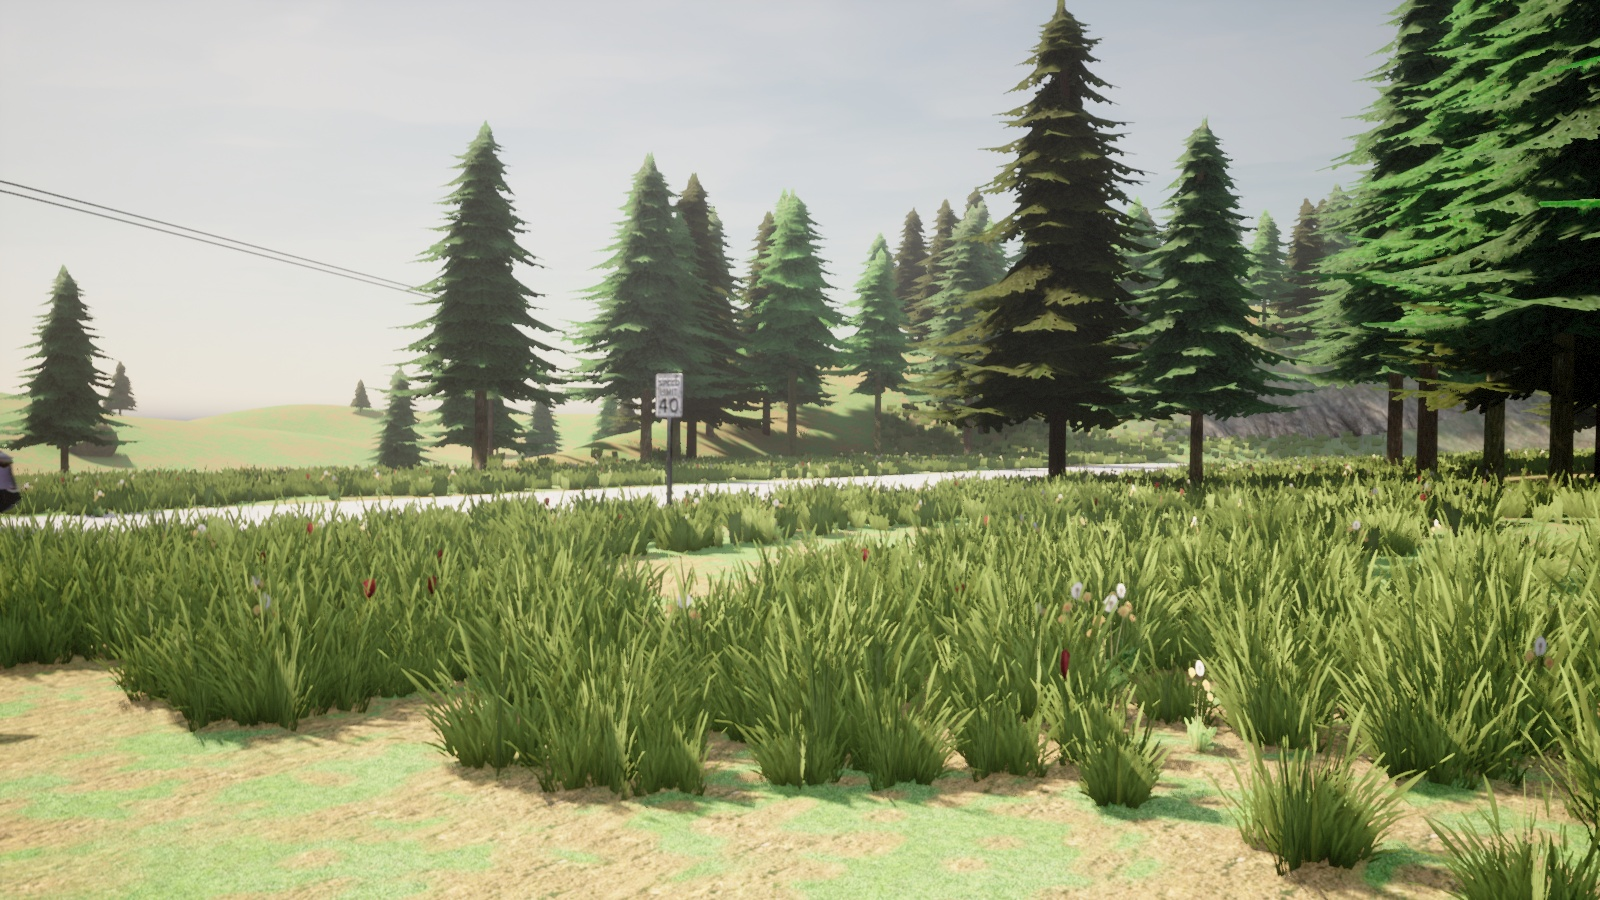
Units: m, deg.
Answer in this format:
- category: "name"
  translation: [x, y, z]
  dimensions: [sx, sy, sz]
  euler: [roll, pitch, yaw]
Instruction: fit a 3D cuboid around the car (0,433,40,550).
- category: "car"
  translation: [-13.194, 0.618, 16.713]
  dimensions: [2.033, 1.649, 4.856]
  euler: [0, 1, 33]
